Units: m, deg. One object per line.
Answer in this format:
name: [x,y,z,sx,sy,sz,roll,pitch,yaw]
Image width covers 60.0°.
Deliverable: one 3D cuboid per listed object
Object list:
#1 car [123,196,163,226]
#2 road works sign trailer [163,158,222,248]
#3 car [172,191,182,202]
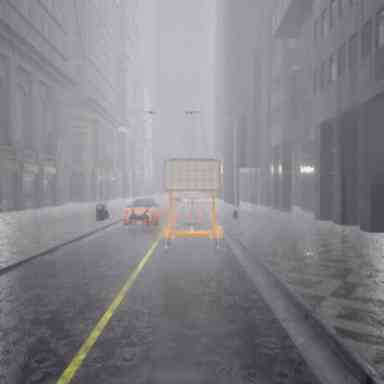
car: [-3.105,1.196,21.748,2.097,1.767,4.553,0,0,0]
road works sign trailer: [0.012,0.359,14.130,2.380,3.560,2.880,0,0,0]
car: [-3.031,1.100,63.889,1.812,1.442,4.674,0,0,0]
